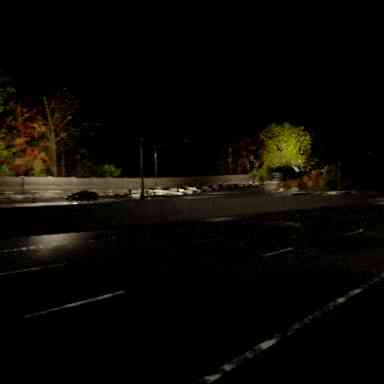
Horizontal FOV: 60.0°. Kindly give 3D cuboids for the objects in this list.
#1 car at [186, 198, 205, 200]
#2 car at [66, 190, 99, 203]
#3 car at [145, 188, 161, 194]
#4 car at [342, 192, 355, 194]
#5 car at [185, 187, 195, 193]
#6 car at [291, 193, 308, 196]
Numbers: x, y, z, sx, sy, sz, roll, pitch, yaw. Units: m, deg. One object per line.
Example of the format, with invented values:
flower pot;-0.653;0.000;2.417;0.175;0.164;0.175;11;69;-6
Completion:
car;0.121;1.211;30.902;4.718;1.301;1.895;-1;1;-44
car;-13.577;0.529;41.599;1.812;1.442;4.674;0;1;24
car;-6.946;0.121;57.682;1.812;1.442;4.674;0;2;23
car;26.361;0.760;56.534;4.892;1.490;1.837;-1;1;-44
car;-0.840;-0.453;71.489;1.994;1.385;4.181;0;2;24
car;14.312;0.921;44.780;4.892;1.490;1.837;0;0;-44
